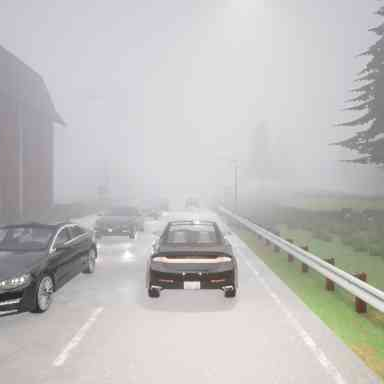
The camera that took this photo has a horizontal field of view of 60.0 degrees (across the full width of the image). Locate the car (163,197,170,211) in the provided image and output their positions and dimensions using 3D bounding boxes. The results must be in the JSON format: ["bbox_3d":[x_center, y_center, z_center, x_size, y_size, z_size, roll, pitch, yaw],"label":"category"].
[{"bbox_3d":[-3.553,1.337,37.845,1.882,1.535,5.008,0,0,0],"label":"car"}]

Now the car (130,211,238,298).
[{"bbox_3d":[0.001,1.464,8.440,2.128,1.511,4.902,0,0,0],"label":"car"}]

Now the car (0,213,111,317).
[{"bbox_3d":[-3.600,1.464,7.621,2.128,1.511,4.902,0,0,0],"label":"car"}]

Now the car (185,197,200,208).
[{"bbox_3d":[0.081,1.385,44.302,2.033,1.411,5.357,0,0,0],"label":"car"}]

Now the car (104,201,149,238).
[{"bbox_3d":[-3.598,1.442,17.092,1.837,1.490,4.892,0,0,0],"label":"car"}]

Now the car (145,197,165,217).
[{"bbox_3d":[-3.594,1.424,27.357,1.812,1.442,4.674,0,0,0],"label":"car"}]
